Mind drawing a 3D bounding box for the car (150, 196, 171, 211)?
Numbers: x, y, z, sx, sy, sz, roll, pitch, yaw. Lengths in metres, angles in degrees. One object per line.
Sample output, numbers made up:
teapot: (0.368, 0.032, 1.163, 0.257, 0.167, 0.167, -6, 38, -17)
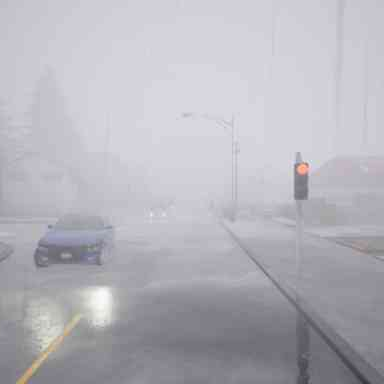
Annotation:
car: (-4.093, 1.505, 41.611, 1.837, 1.490, 4.892, 0, 0, 0)

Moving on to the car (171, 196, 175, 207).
car: (-4.087, 1.525, 50.822, 1.812, 1.442, 4.674, 0, 0, 0)

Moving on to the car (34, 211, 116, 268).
car: (-3.782, 1.478, 11.629, 1.882, 1.535, 5.008, 2, 0, -8)
